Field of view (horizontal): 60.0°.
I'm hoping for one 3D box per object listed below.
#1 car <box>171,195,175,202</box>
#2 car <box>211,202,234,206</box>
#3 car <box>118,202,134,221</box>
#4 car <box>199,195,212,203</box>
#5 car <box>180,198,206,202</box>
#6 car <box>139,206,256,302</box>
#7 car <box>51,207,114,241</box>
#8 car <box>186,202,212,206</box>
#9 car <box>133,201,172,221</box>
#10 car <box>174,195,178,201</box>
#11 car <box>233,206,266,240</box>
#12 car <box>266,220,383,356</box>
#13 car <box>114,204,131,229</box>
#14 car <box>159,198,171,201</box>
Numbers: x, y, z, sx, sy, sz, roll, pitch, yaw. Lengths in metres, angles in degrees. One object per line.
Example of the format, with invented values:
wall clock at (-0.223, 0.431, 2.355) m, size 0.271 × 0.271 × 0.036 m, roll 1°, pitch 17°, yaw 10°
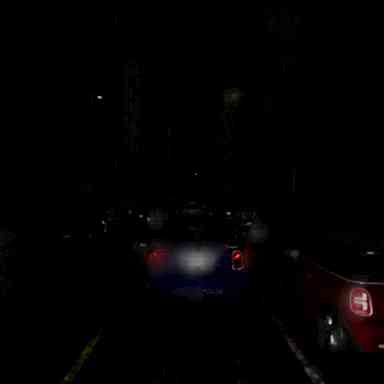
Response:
car at (-5.555, 2.005, 76.053) m, size 2.008 × 1.369 × 4.403 m, roll 0°, pitch 0°, yaw 0°
car at (2.877, 1.713, 28.127) m, size 1.947 × 1.339 × 4.313 m, roll 0°, pitch 0°, yaw 0°
car at (-5.649, 1.588, 28.135) m, size 1.967 × 1.590 × 4.097 m, roll 0°, pitch 0°, yaw 0°
car at (2.941, 1.817, 65.217) m, size 1.967 × 1.590 × 4.097 m, roll 0°, pitch 0°, yaw 0°
car at (0.117, 1.612, 29.746) m, size 1.801 × 1.575 × 5.366 m, roll 0°, pitch 0°, yaw 3°
car at (0.106, 1.397, 8.523) m, size 2.097 × 1.767 × 4.553 m, roll 0°, pitch 0°, yaw 0°
car at (-5.657, 1.655, 17.132) m, size 1.947 × 1.339 × 4.313 m, roll 0°, pitch 0°, yaw 0°
car at (0.111, 1.572, 18.232) m, size 1.882 × 1.535 × 5.008 m, roll 0°, pitch 0°, yaw 0°
car at (-3.001, 1.687, 26.661) m, size 2.033 × 1.411 × 5.357 m, roll 0°, pitch 0°, yaw 0°
car at (-5.514, 2.108, 92.109) m, size 1.752 × 1.417 × 4.829 m, roll 0°, pitch 0°, yaw 0°
car at (2.868, 1.640, 17.125) m, size 2.008 × 1.369 × 4.403 m, roll 0°, pitch 0°, yaw 0°
car at (2.859, 1.472, 6.123) m, size 1.967 × 1.590 × 4.097 m, roll 0°, pitch 0°, yaw 0°
car at (-5.653, 1.700, 22.633) m, size 1.802 × 1.307 × 4.206 m, roll 0°, pitch 0°, yaw 0°
car at (-5.584, 1.959, 65.237) m, size 1.802 × 1.307 × 4.206 m, roll 0°, pitch 0°, yaw 0°
